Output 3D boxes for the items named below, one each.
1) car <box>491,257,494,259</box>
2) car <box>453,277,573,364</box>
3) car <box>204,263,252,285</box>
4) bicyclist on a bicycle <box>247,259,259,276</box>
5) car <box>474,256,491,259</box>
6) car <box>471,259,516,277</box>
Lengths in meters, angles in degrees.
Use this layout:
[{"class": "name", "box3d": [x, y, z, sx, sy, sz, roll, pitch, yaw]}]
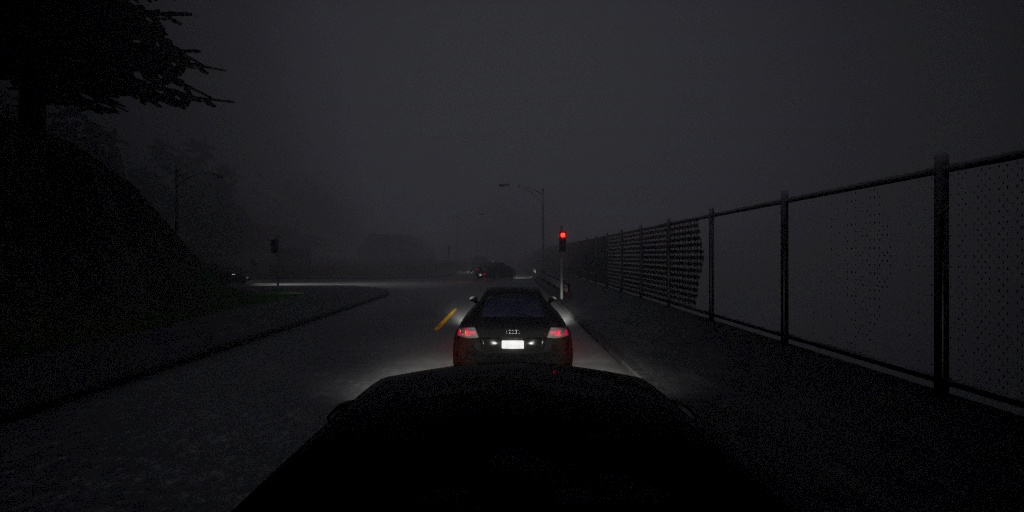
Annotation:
[{"class": "car", "box3d": [-4.542, 1.276, 60.501, 1.812, 1.442, 4.674, 0, 0, 0]}, {"class": "car", "box3d": [0.019, 1.314, 7.450, 1.994, 1.385, 4.181, 0, 0, 0]}, {"class": "car", "box3d": [-20.861, 1.241, 24.899, 4.902, 1.511, 2.128, 0, 0, 0]}, {"class": "bicyclist on a bicycle", "box3d": [-24.042, 1.099, 33.271, 0.582, 1.620, 1.656, 0, 0, 0]}, {"class": "car", "box3d": [-4.482, 0.972, 50.585, 2.150, 2.045, 5.566, 0, 0, 0]}, {"class": "car", "box3d": [-1.390, 1.255, 30.890, 1.837, 1.490, 4.892, 3, 1, 29]}]
